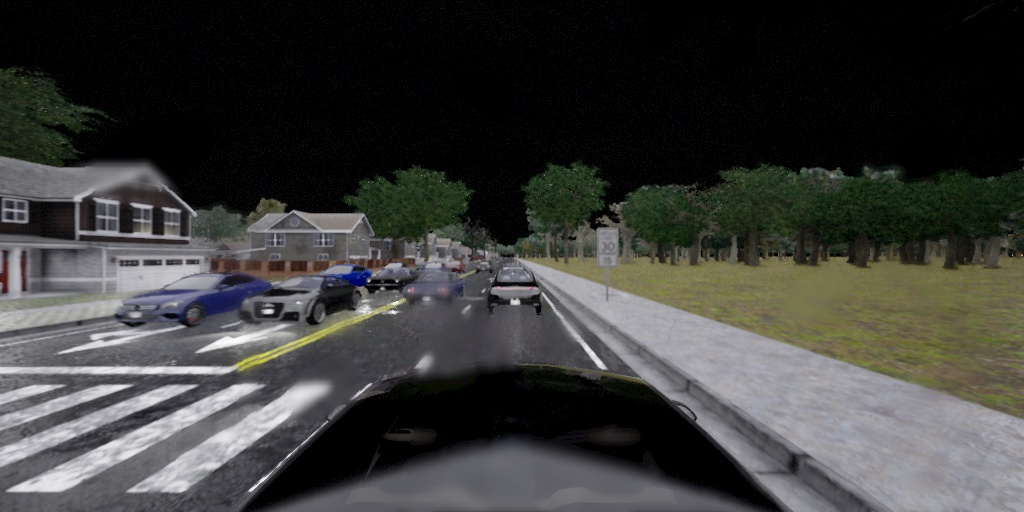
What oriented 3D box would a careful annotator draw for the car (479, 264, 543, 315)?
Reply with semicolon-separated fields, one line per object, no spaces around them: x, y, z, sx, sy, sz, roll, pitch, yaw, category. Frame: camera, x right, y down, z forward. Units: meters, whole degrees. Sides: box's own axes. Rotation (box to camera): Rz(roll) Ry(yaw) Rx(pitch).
0.104;1.245;13.698;2.128;1.511;4.902;0;0;0;car

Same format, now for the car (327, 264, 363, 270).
-9.838;1.233;21.038;1.882;1.535;5.008;0;0;0;car

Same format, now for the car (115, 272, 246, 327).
-9.829;1.280;11.696;1.812;1.442;4.674;0;0;0;car

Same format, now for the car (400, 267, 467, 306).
-3.147;1.355;15.745;1.895;1.301;4.718;0;0;0;car

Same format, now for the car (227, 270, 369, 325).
-6.596;1.318;11.712;1.994;1.385;4.181;0;0;0;car

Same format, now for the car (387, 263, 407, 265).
-9.800;1.282;30.329;1.812;1.442;4.674;0;0;0;car

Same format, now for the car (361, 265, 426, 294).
-6.590;1.356;20.464;1.895;1.301;4.718;0;0;0;car

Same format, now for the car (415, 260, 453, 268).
-6.547;1.282;30.627;1.812;1.442;4.674;0;0;0;car

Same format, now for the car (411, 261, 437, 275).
-9.803;1.322;40.245;1.994;1.385;4.181;0;0;-1;car

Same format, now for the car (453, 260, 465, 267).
-6.542;1.236;41.121;1.882;1.535;5.008;0;0;1;car

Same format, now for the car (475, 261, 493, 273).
-3.236;1.284;42.793;1.812;1.442;4.674;0;0;0;car
